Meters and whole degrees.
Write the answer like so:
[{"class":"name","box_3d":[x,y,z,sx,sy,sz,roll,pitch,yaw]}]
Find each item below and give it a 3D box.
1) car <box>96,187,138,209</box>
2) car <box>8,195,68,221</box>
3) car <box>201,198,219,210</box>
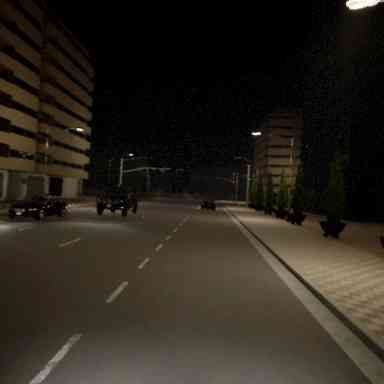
[{"class":"car","box_3d":[-5.754,0.636,26.430,2.150,2.045,5.566,3,0,3]},{"class":"car","box_3d":[-9.662,0.955,21.268,2.128,1.511,4.902,3,0,3]},{"class":"car","box_3d":[2.293,1.741,46.171,1.994,1.385,4.181,3,0,3]}]
